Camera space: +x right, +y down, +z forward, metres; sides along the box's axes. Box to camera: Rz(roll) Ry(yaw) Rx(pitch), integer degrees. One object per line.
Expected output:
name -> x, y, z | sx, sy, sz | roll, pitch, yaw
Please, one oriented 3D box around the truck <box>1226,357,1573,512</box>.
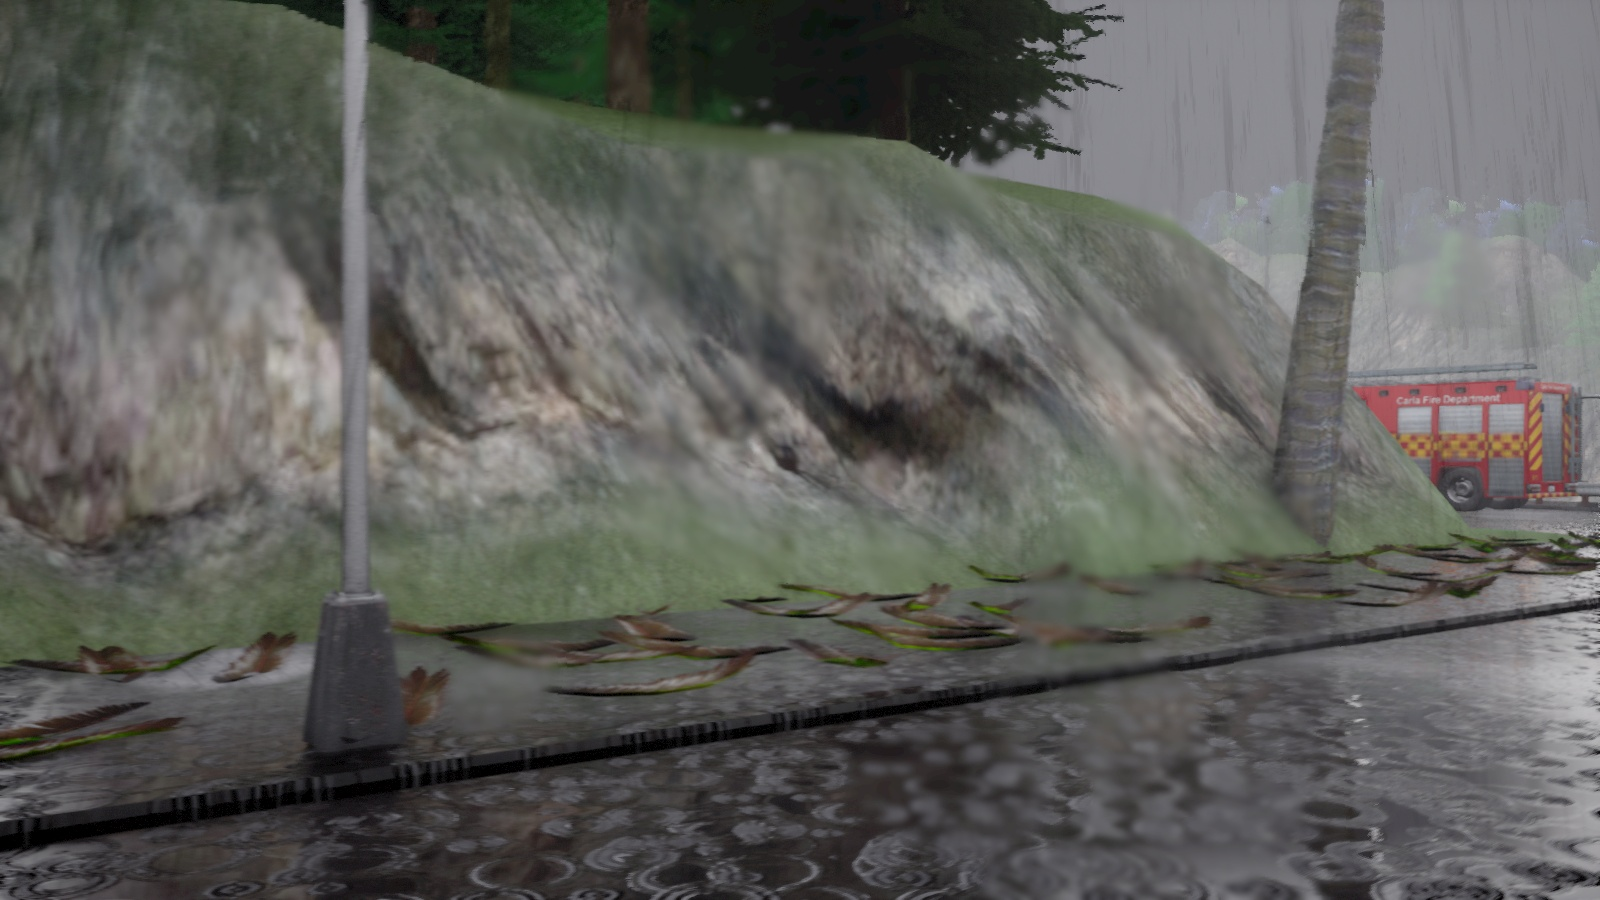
truck -> 16.528, -0.367, 35.370 | 2.891, 3.827, 8.468 | 0, 0, -36
